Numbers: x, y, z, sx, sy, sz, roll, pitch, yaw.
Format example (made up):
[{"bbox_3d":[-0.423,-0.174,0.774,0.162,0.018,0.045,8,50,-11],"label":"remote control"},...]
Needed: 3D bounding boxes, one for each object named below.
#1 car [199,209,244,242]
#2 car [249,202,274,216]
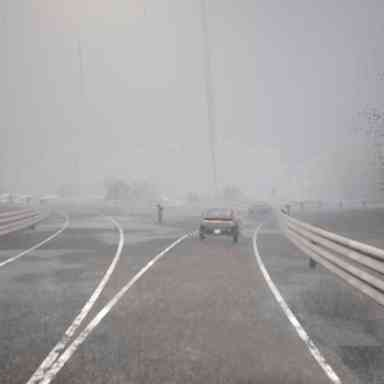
[{"bbox_3d":[1.595,1.612,17.207,2.128,1.511,4.902,1,-1,11],"label":"car"},{"bbox_3d":[7.796,1.868,37.139,2.128,1.511,4.902,-1,-1,27],"label":"car"}]
